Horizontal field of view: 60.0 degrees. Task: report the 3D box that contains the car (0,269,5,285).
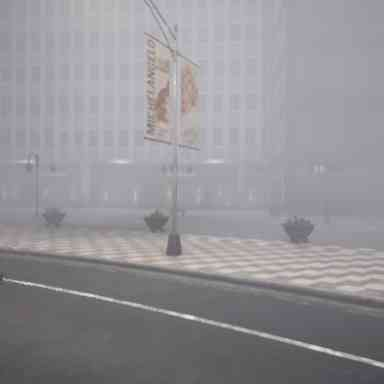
[{"bbox_3d":[-6.492,1.456,7.013,5.357,1.411,2.033,1,0,23],"label":"car"}]
